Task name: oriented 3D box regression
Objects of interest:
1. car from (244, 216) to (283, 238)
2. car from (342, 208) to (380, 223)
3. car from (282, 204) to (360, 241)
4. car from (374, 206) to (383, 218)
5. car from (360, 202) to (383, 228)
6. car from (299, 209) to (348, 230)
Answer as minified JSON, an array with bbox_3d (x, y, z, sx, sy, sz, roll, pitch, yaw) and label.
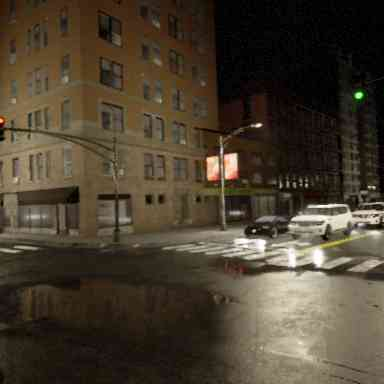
[{"bbox_3d":[5.318,2.300,22.552,1.994,1.385,4.181,-4,-3,44],"label":"car"},{"bbox_3d":[18.202,2.455,35.691,2.033,1.411,5.357,-4,-3,44],"label":"car"},{"bbox_3d":[8.249,1.813,20.921,2.150,2.045,5.566,-4,-3,44],"label":"car"},{"bbox_3d":[25.212,2.522,42.919,1.812,1.442,4.674,-4,-3,44],"label":"car"},{"bbox_3d":[15.486,1.913,28.336,2.150,2.045,5.566,-4,-3,45],"label":"car"},{"bbox_3d":[11.485,2.313,28.869,2.128,1.511,4.902,-4,-3,44],"label":"car"}]
